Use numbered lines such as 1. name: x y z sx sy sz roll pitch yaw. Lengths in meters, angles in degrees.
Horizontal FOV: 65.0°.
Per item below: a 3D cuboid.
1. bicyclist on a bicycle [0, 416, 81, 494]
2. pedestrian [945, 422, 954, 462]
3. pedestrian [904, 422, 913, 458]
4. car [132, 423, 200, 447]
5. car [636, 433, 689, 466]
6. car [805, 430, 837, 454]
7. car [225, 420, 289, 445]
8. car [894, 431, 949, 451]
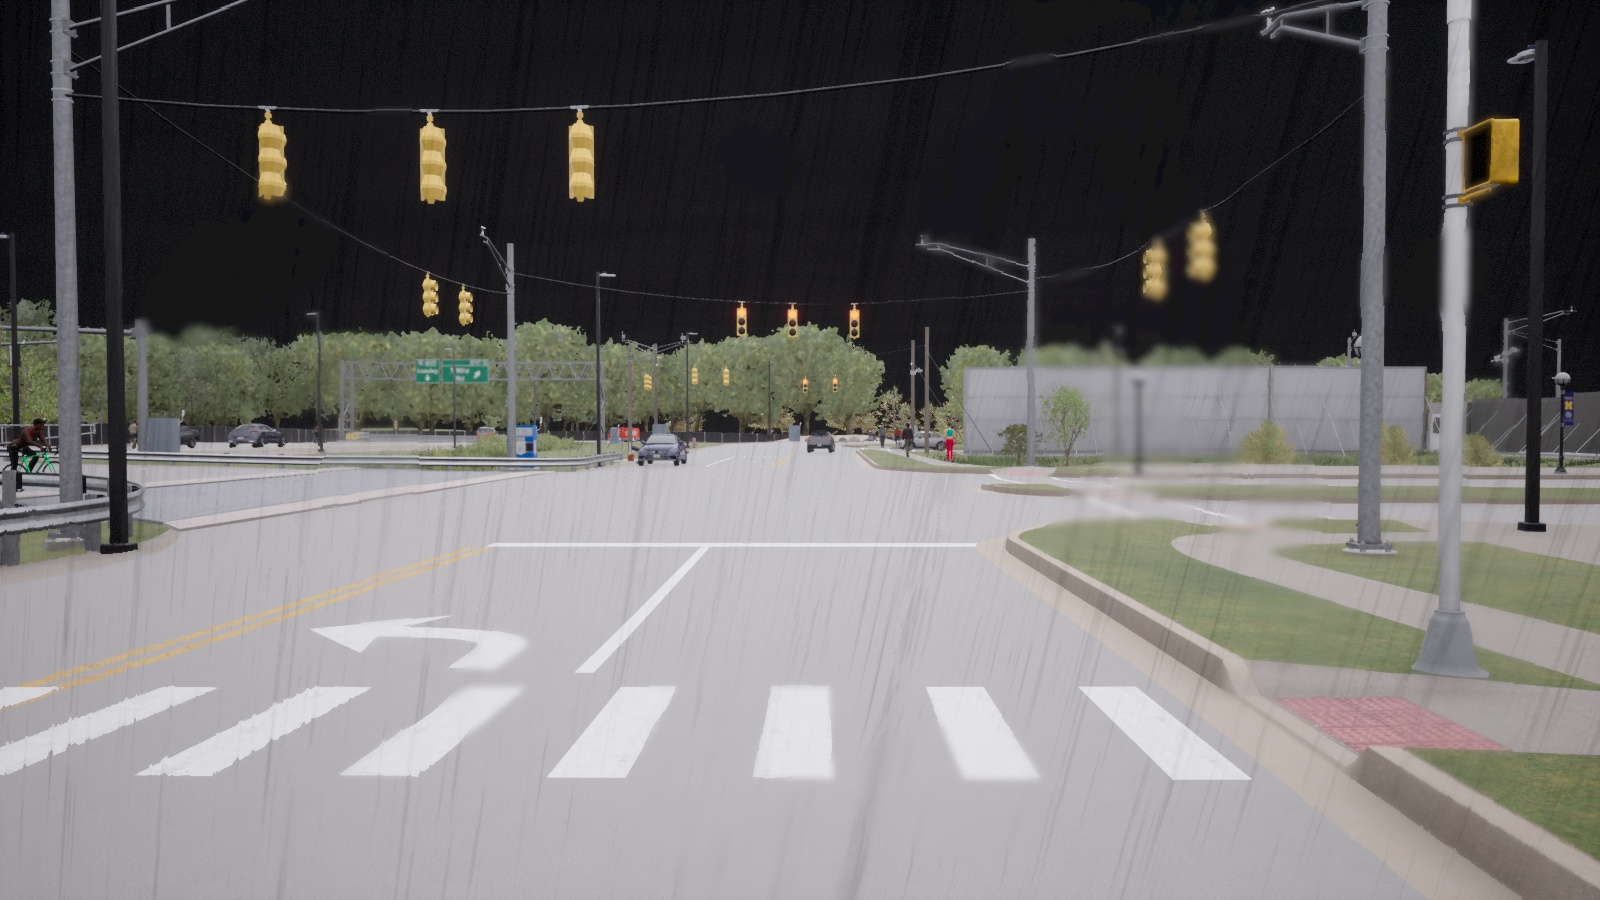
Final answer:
1. bicyclist on a bicycle: -16.783 0.111 27.556 1.656 1.620 0.582 -2 0 8
2. pedestrian: 6.964 -0.357 58.403 0.345 1.836 0.594 0 2 1
3. pedestrian: 5.589 -0.543 64.984 0.431 1.840 0.703 0 2 3
4. car: -40.504 -0.953 80.386 2.007 1.525 4.514 0 1 1
5. car: -6.295 -0.042 57.913 1.812 1.442 4.674 0 1 1
6. car: 1.424 -0.557 83.866 1.845 1.501 3.633 0 1 5
7. car: -36.919 -1.172 85.520 2.152 1.651 5.027 0 1 1
8. car: 9.387 -0.709 97.241 3.806 1.475 1.970 1 2 -9
